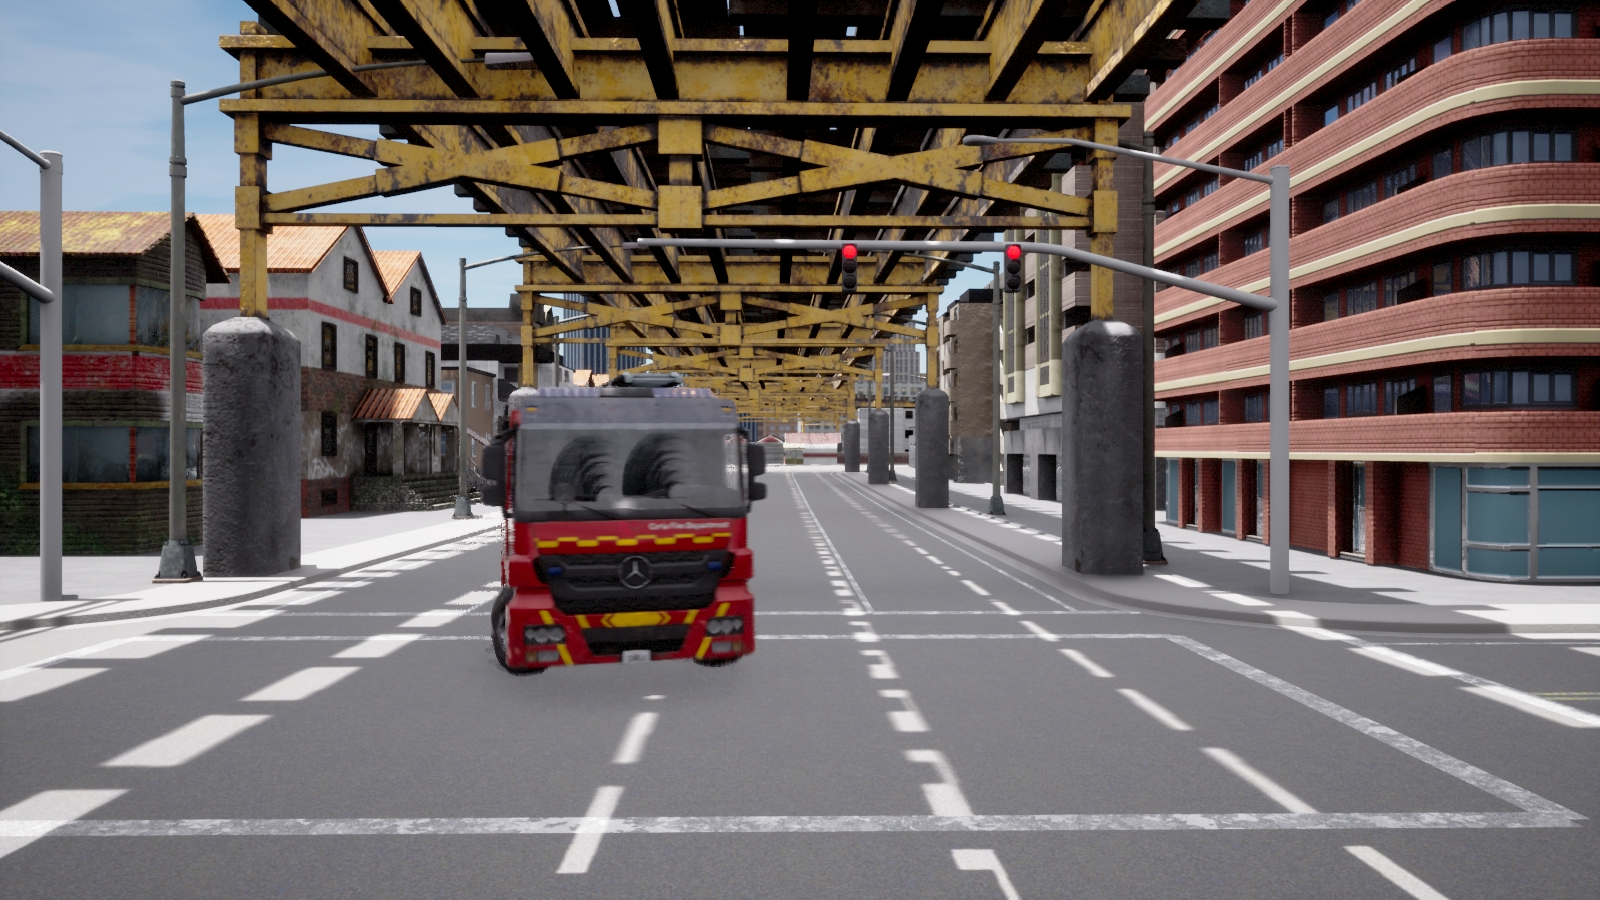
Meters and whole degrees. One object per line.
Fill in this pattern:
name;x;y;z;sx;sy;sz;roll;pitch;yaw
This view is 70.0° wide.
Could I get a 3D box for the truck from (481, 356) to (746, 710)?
truck;-3.129;0.890;16.808;2.891;3.827;8.468;0;0;-15
